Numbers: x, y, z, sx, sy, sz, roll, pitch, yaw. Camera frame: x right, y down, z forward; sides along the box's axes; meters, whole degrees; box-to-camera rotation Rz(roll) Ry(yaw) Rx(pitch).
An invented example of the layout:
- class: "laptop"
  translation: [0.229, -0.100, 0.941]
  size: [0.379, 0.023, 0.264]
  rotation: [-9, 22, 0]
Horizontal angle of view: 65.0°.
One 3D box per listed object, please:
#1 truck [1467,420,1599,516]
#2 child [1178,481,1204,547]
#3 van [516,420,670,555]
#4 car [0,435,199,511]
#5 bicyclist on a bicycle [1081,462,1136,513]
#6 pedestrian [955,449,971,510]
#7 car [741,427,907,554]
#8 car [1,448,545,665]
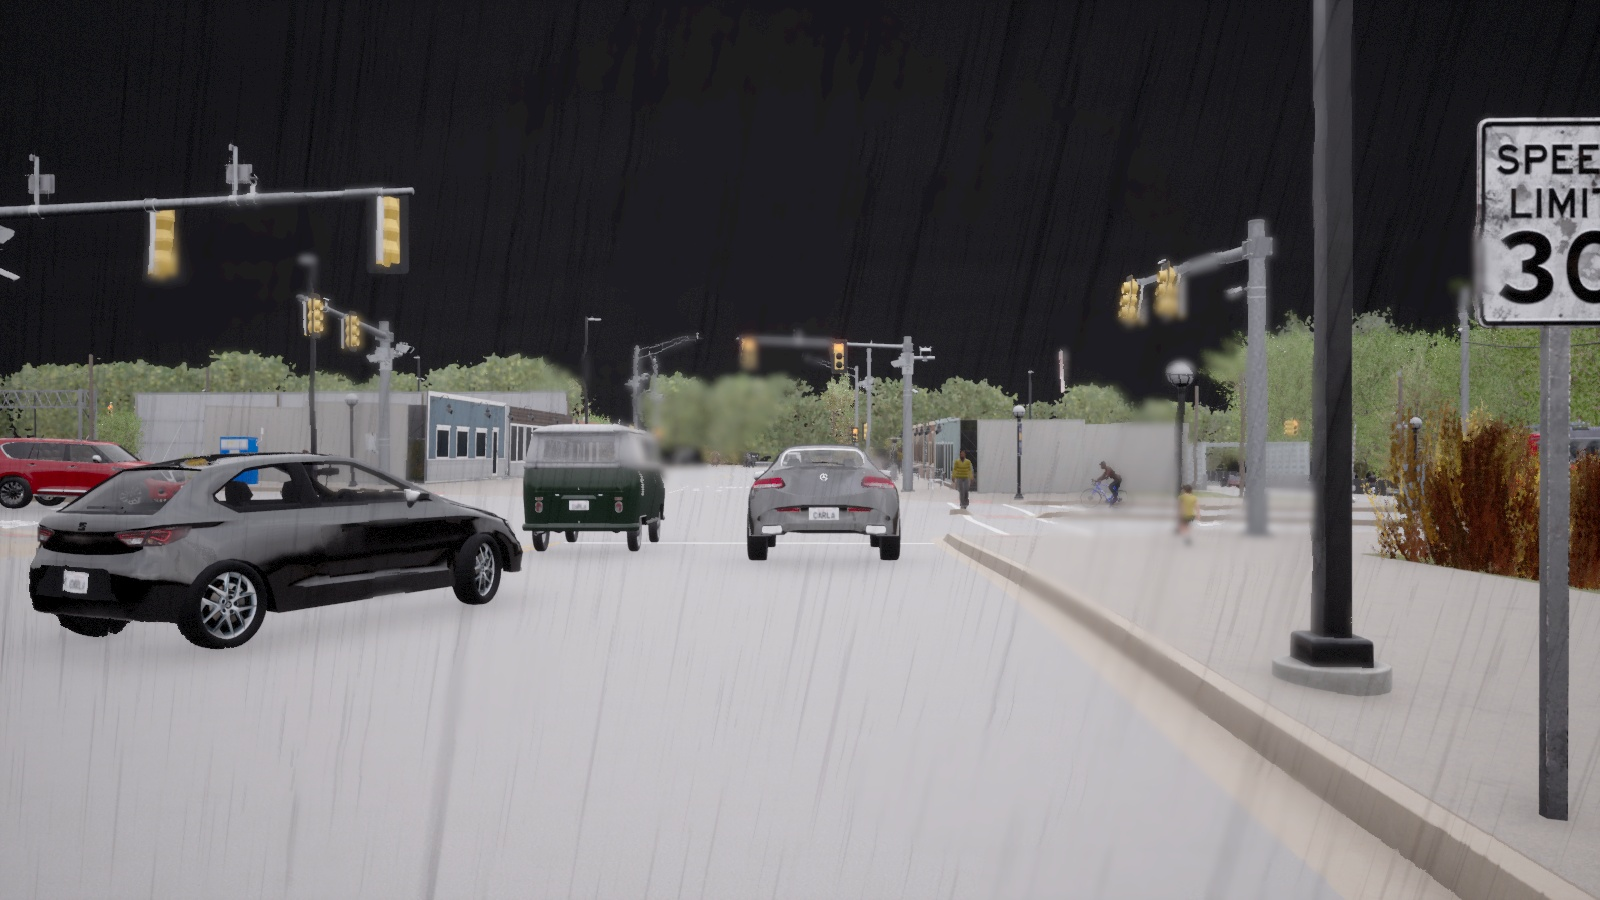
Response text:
- class: "truck"
  translation: [32.456, 0.826, 54.751]
  size: [2.891, 3.827, 8.468]
  rotation: [-1, -1, 6]
- class: "child"
  translation: [6.715, 1.094, 21.588]
  size: [0.255, 1.110, 0.394]
  rotation: [0, 1, -15]
- class: "van"
  translation: [-3.282, 0.598, 20.731]
  size: [1.775, 1.987, 4.442]
  rotation: [0, -1, 0]
- class: "car"
  translation: [-21.005, 0.661, 36.899]
  size: [5.566, 2.045, 2.150]
  rotation: [1, 0, -3]
- class: "bicyclist on a bicycle"
  translation: [10.250, 1.247, 41.786]
  size: [1.656, 1.620, 0.582]
  rotation: [1, -1, 0]
- class: "pedestrian"
  translation: [4.996, 0.905, 38.493]
  size: [0.431, 1.840, 0.709]
  rotation: [0, 1, 2]
- class: "car"
  translation: [0.350, 0.588, 18.883]
  size: [2.152, 1.651, 5.027]
  rotation: [0, -1, 1]
- class: "car"
  translation: [-4.332, 0.746, 11.057]
  size: [1.816, 1.474, 4.193]
  rotation: [0, 1, 28]
